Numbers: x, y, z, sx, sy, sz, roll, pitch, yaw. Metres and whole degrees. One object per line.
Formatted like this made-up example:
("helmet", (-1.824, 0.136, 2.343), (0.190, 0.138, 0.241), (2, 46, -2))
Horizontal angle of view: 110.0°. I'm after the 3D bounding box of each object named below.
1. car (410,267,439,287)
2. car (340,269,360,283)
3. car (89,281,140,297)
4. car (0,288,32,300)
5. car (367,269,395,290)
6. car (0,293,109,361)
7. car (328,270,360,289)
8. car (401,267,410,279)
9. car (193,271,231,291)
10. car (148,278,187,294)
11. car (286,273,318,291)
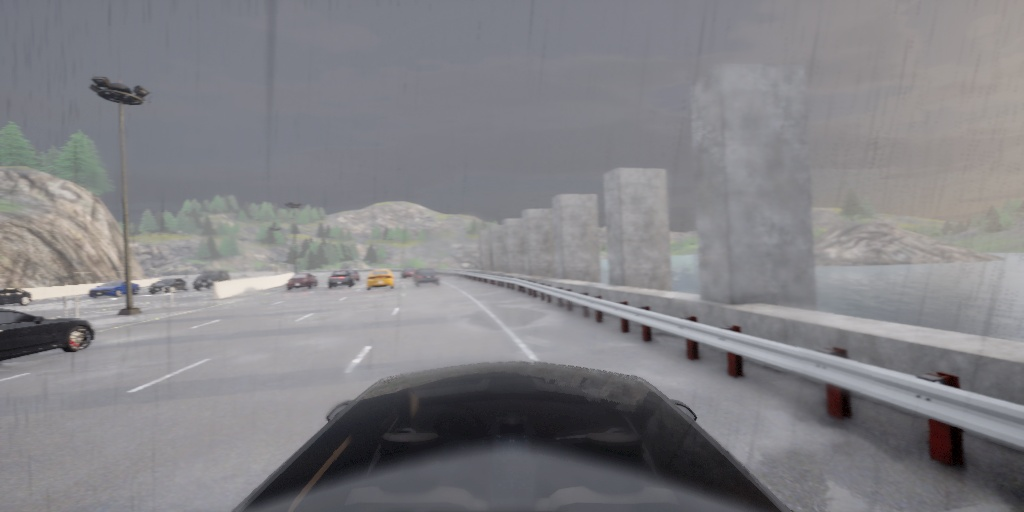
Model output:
("car", (-7.306, 1.757, 30.466), (2.033, 1.411, 5.357), (-3, 0, -18))
("car", (-19.551, 2.411, 43.392), (1.994, 1.385, 4.181), (-3, 0, -23))
("car", (-39.130, 3.232, 35.392), (1.882, 1.535, 5.008), (-3, 0, -23))
("car", (-39.752, 3.259, 27.405), (1.837, 1.490, 4.892), (-2, 0, -20))
("car", (-10.569, 1.838, 29.027), (1.882, 1.535, 5.008), (-3, 0, -17))
("car", (-12.233, 1.886, 7.990), (1.812, 1.442, 4.674), (-3, 0, -12))
("car", (-15.445, 2.099, 32.648), (2.128, 1.511, 4.902), (-3, 0, -19))
("car", (-12.912, 2.102, 45.615), (1.994, 1.385, 4.181), (-3, 0, -22))
("car", (-33.705, 2.735, 40.491), (2.150, 2.045, 5.566), (-3, 0, -24))
("car", (-36.502, 3.144, 38.143), (1.837, 1.490, 4.892), (-3, 0, -23))
("car", (-19.331, 2.323, 33.140), (1.812, 1.442, 4.674), (-3, 0, -19))
